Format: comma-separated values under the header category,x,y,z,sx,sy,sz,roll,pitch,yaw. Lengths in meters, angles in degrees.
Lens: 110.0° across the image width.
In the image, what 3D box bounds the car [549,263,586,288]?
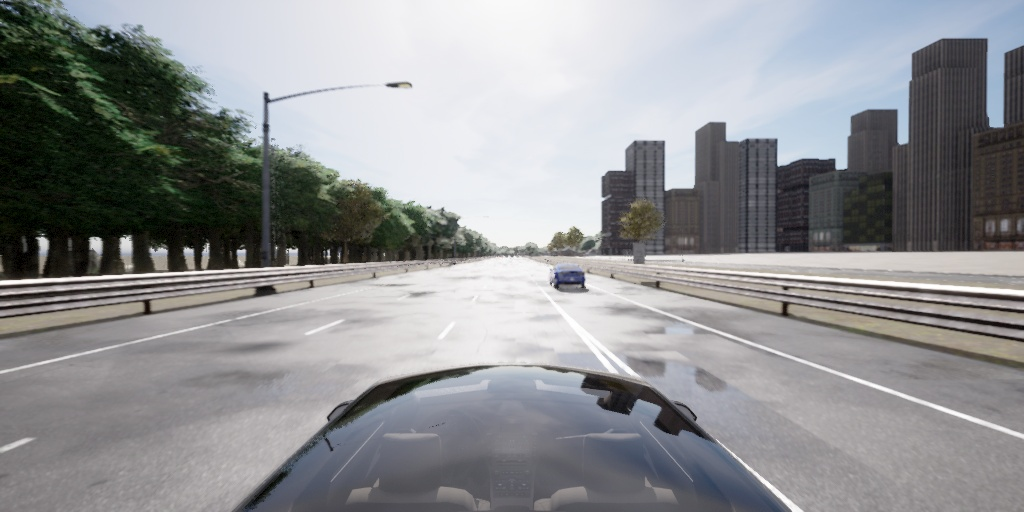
category,x,y,z,sx,sy,sz,roll,pitch,yaw
car,3.536,1.234,23.621,1.882,1.535,5.008,0,0,0
